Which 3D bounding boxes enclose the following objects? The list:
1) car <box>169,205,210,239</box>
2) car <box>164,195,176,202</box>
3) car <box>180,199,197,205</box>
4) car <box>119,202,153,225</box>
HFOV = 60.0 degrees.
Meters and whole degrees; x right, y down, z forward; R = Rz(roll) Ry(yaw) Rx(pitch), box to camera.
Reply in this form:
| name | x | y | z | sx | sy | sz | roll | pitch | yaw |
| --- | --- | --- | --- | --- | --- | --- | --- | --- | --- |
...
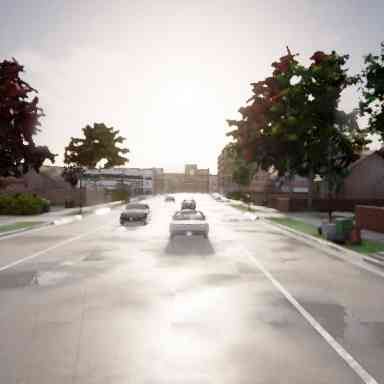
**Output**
| name | x | y | z | sx | sy | sz | roll | pitch | yaw |
| --- | --- | --- | --- | --- | --- | --- | --- | --- | --- |
| car | -0.156 | 1.592 | 17.303 | 1.895 | 1.301 | 4.718 | 0 | 0 | -1 |
| car | -4.276 | 1.283 | 65.328 | 1.994 | 1.385 | 4.181 | 0 | 0 | 0 |
| car | -0.389 | 1.457 | 37.975 | 2.033 | 1.411 | 5.357 | 0 | 0 | -1 |
| car | -3.918 | 1.482 | 23.797 | 1.837 | 1.490 | 4.892 | 0 | 0 | -1 |
